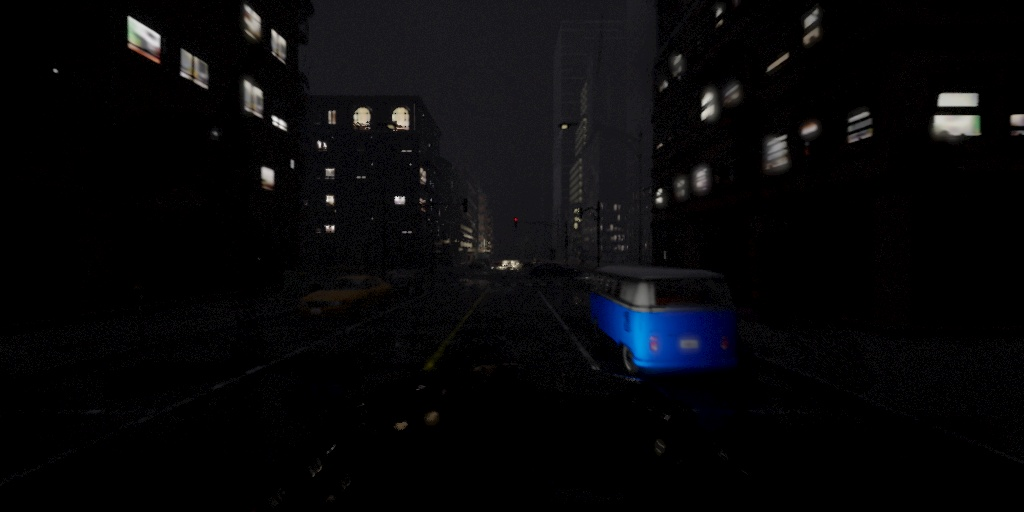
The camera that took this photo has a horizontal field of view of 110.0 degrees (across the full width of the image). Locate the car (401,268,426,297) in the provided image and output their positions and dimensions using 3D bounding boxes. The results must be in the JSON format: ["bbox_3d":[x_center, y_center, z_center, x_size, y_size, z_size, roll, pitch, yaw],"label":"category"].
[{"bbox_3d":[-5.688,1.312,18.633,2.007,1.370,4.403,0,0,0],"label":"car"}]

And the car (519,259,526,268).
[{"bbox_3d":[2.669,1.347,62.404,1.888,1.381,4.507,0,0,0],"label":"car"}]

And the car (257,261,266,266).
[{"bbox_3d":[-23.228,1.325,30.231,4.097,1.591,1.967,0,0,0],"label":"car"}]

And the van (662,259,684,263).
[{"bbox_3d":[14.695,1.141,30.285,3.998,1.789,1.690,0,0,0],"label":"van"}]

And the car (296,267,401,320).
[{"bbox_3d":[-5.689,1.283,12.799,1.751,1.417,4.829,0,0,0],"label":"car"}]

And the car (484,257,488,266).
[{"bbox_3d":[-5.679,1.242,62.348,1.967,1.591,4.097,0,0,0],"label":"car"}]

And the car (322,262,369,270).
[{"bbox_3d":[-17.875,1.279,38.618,4.829,1.417,1.751,0,0,0],"label":"car"}]

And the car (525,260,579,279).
[{"bbox_3d":[3.825,1.318,32.949,4.674,1.442,1.812,0,1,0],"label":"car"}]

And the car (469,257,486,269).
[{"bbox_3d":[-5.680,1.341,56.699,1.888,1.381,4.507,0,0,0],"label":"car"}]

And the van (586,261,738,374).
[{"bbox_3d":[2.691,1.094,7.268,1.690,1.789,3.998,0,0,0],"label":"van"}]

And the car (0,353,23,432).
[{"bbox_3d":[-5.691,1.300,1.641,2.007,1.370,4.403,0,0,0],"label":"car"}]
